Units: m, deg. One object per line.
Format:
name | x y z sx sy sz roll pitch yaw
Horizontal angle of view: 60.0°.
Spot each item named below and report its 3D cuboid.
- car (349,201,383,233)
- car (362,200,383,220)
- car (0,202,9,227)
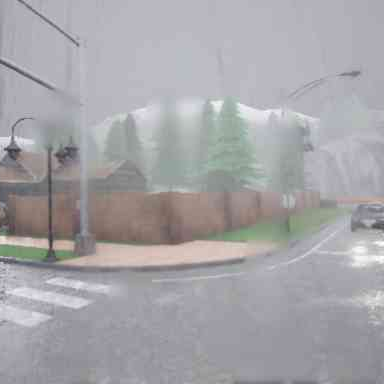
car | 10.526 1.478 19.647 2.128 1.511 4.902 -1 -1 31
car | 15.659 1.494 28.348 1.812 1.442 4.674 -1 -1 31
car | -12.584 1.616 22.647 1.932 1.855 4.605 -1 -1 29
